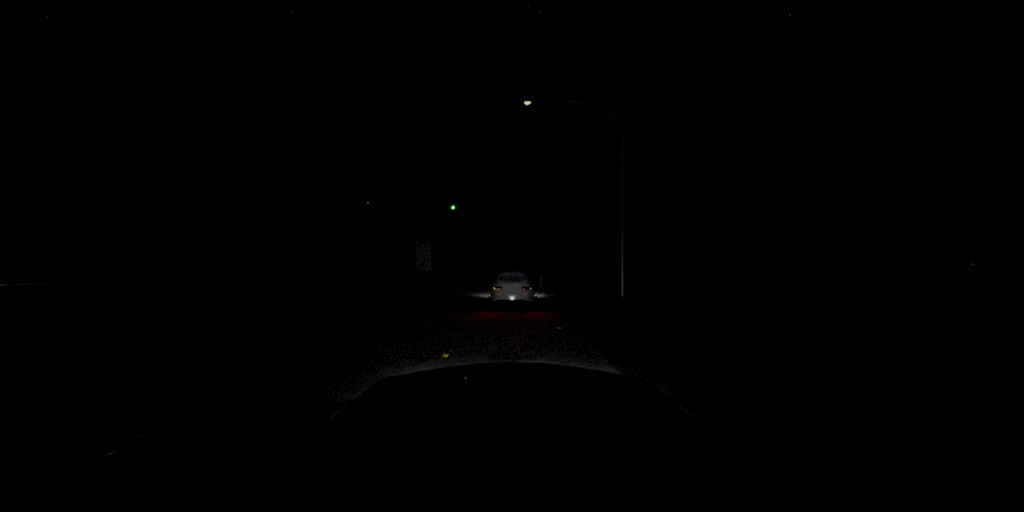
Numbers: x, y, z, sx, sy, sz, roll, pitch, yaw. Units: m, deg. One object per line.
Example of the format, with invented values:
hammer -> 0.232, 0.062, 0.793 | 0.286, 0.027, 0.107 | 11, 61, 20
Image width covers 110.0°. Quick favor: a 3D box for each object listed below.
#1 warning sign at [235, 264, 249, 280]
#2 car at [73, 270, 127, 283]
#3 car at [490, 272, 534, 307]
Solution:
warning sign -> -32.456, 1.921, 43.020 | 1.060, 1.860, 1.300 | 0, 0, 0
car -> -45.292, 2.271, 39.521 | 4.674, 1.442, 1.812 | 0, -3, 0
car -> 0.016, 1.422, 16.251 | 1.812, 1.442, 4.674 | 0, 0, 0
